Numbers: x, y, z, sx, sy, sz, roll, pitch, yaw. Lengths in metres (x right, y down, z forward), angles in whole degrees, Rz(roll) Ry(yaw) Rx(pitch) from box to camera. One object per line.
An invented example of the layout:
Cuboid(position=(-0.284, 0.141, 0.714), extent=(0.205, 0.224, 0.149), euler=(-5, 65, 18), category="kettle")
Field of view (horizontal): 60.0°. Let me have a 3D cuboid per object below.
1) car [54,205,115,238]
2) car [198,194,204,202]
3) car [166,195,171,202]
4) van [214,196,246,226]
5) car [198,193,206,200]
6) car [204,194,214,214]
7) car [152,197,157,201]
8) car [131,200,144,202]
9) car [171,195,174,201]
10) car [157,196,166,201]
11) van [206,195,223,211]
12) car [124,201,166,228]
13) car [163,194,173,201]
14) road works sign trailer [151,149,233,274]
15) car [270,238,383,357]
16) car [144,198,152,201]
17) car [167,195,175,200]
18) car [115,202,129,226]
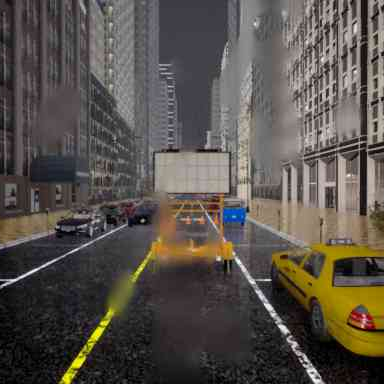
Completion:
Cuboid(position=(-5.697, 1.547, 17.455), extent=(2.008, 1.369, 4.403), euler=(-1, 0, 0), category="car")
Cuboid(position=(2.687, 1.535, 62.923), extent=(2.008, 1.369, 4.403), euler=(-1, 0, 0), category="car")
Cuboid(position=(-5.694, 1.535, 62.924), extent=(2.008, 1.369, 4.403), euler=(-1, 0, 0), category="car")
Cuboid(position=(2.682, 1.336, 23.138), extent=(1.690, 1.788, 3.998), euler=(-1, 0, 0), category="van")
Cuboid(position=(2.686, 1.291, 91.343), extent=(2.192, 1.841, 5.009), euler=(-1, 0, 0), category="car")
Cuboid(position=(2.682, 1.307, 34.506), extent=(2.192, 1.841, 5.009), euler=(-1, 0, 0), category="car")
Cuboid(position=(-5.695, 1.573, 40.190), extent=(1.802, 1.307, 4.206), euler=(-1, 0, 0), category="car")
Cuboid(position=(-5.696, 1.538, 28.822), extent=(1.887, 1.381, 4.507), euler=(-1, 0, 0), category="car")
Cuboid(position=(-5.693, 1.563, 74.291), extent=(1.802, 1.307, 4.206), euler=(-1, 0, 0), category="car")
Cuboid(position=(-5.695, 1.539, 51.557), extent=(2.008, 1.369, 4.403), euler=(-1, 0, 0), category="car")
Cuboid(position=(2.683, 1.332, 40.189), extent=(1.690, 1.788, 3.998), euler=(-1, 0, 0), category="van")
Cuboid(position=(-2.999, 1.559, 22.282), extent=(1.994, 1.385, 4.181), euler=(0, 0, 0), category="car")
Cuboid(position=(-5.694, 1.420, 79.975), extent=(1.967, 1.590, 4.097), euler=(-1, 0, 0), category="car")
Cuboid(position=(0.002, 0.462, 10.487), extent=(2.380, 3.560, 2.880), euler=(0, 0, 0), category="road works sign trailer")
Cuboid(position=(2.683, 1.524, 6.257), extent=(1.752, 1.417, 4.829), euler=(-1, 0, 0), category="car")
Cuboid(position=(-5.696, 1.543, 34.506), extent=(2.008, 1.369, 4.403), euler=(-1, 0, 0), category="car")
Cuboid(position=(-5.693, 1.501, 91.173), extent=(1.752, 1.417, 4.829), euler=(-1, 0, 0), category="car")
Cuboid(position=(-5.696, 1.560, 23.139), extent=(1.947, 1.339, 4.313), euler=(-1, 0, 0), category="car")
